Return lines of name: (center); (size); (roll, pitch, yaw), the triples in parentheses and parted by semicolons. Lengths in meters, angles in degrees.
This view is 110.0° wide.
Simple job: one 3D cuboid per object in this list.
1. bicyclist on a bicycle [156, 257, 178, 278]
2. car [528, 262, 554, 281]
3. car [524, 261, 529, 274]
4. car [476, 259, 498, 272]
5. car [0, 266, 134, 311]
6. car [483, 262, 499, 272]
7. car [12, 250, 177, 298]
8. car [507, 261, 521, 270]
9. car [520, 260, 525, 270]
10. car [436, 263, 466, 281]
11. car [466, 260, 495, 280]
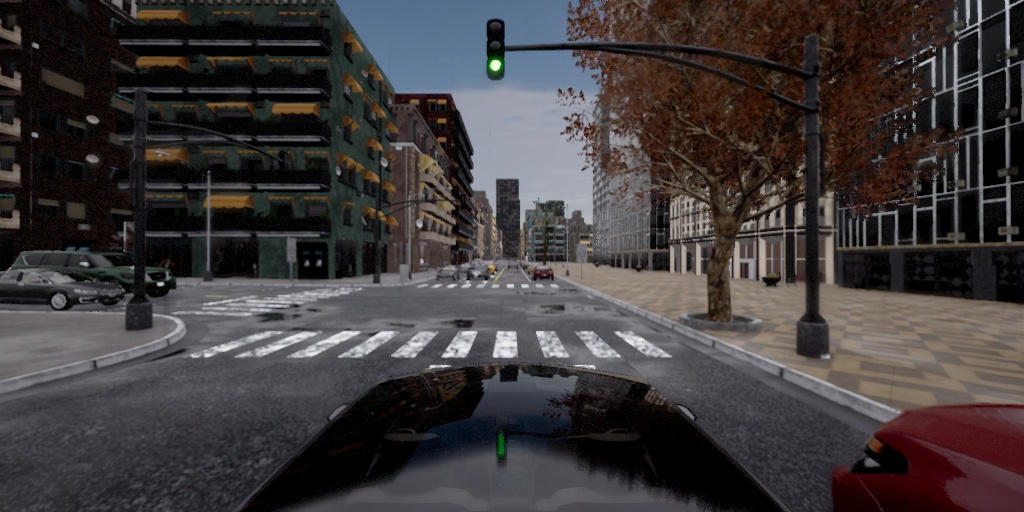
bicyclist on a bicycle: (-23.143, 0.870, 23.998); (0.582, 1.620, 1.656); (1, 0, -1)
car: (2.725, 1.457, 32.118); (1.888, 1.381, 4.507); (0, 0, 0)
car: (2.738, 1.502, 43.353); (1.751, 1.417, 4.829); (0, 0, 0)
car: (-3.055, 1.452, 42.793); (1.882, 1.535, 5.008); (0, 0, 0)
car: (-16.422, 1.145, 12.725); (4.403, 1.370, 2.007); (0, 0, -1)
car: (-3.035, 1.587, 53.458); (2.033, 1.411, 5.357); (0, 0, 0)
car: (-17.772, 0.813, 15.313); (5.566, 2.045, 2.150); (1, 0, 0)
car: (0.171, 1.592, 63.267); (2.128, 1.511, 4.902); (0, 0, 0)
car: (2.756, 1.661, 59.780); (1.802, 1.307, 4.207); (0, 0, 0)
car: (-5.655, 1.462, 32.128); (2.007, 1.370, 4.403); (0, 0, 0)
car: (-3.058, 1.411, 33.419); (2.128, 1.511, 4.902); (0, 0, 0)
